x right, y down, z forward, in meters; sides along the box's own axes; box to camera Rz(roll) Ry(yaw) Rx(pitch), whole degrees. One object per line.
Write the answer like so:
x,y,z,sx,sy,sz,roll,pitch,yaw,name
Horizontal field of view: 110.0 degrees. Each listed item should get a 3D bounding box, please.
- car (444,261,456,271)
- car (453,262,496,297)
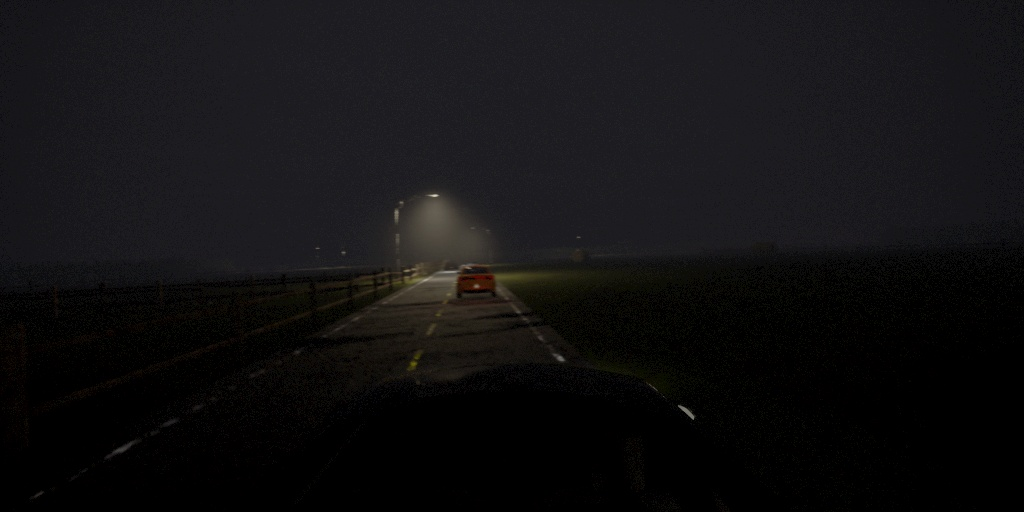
-8.408,1.382,50.196,1.994,1.385,4.181,-2,0,-7,car
-1.896,1.216,18.949,1.882,1.535,5.008,-2,1,-6,car
